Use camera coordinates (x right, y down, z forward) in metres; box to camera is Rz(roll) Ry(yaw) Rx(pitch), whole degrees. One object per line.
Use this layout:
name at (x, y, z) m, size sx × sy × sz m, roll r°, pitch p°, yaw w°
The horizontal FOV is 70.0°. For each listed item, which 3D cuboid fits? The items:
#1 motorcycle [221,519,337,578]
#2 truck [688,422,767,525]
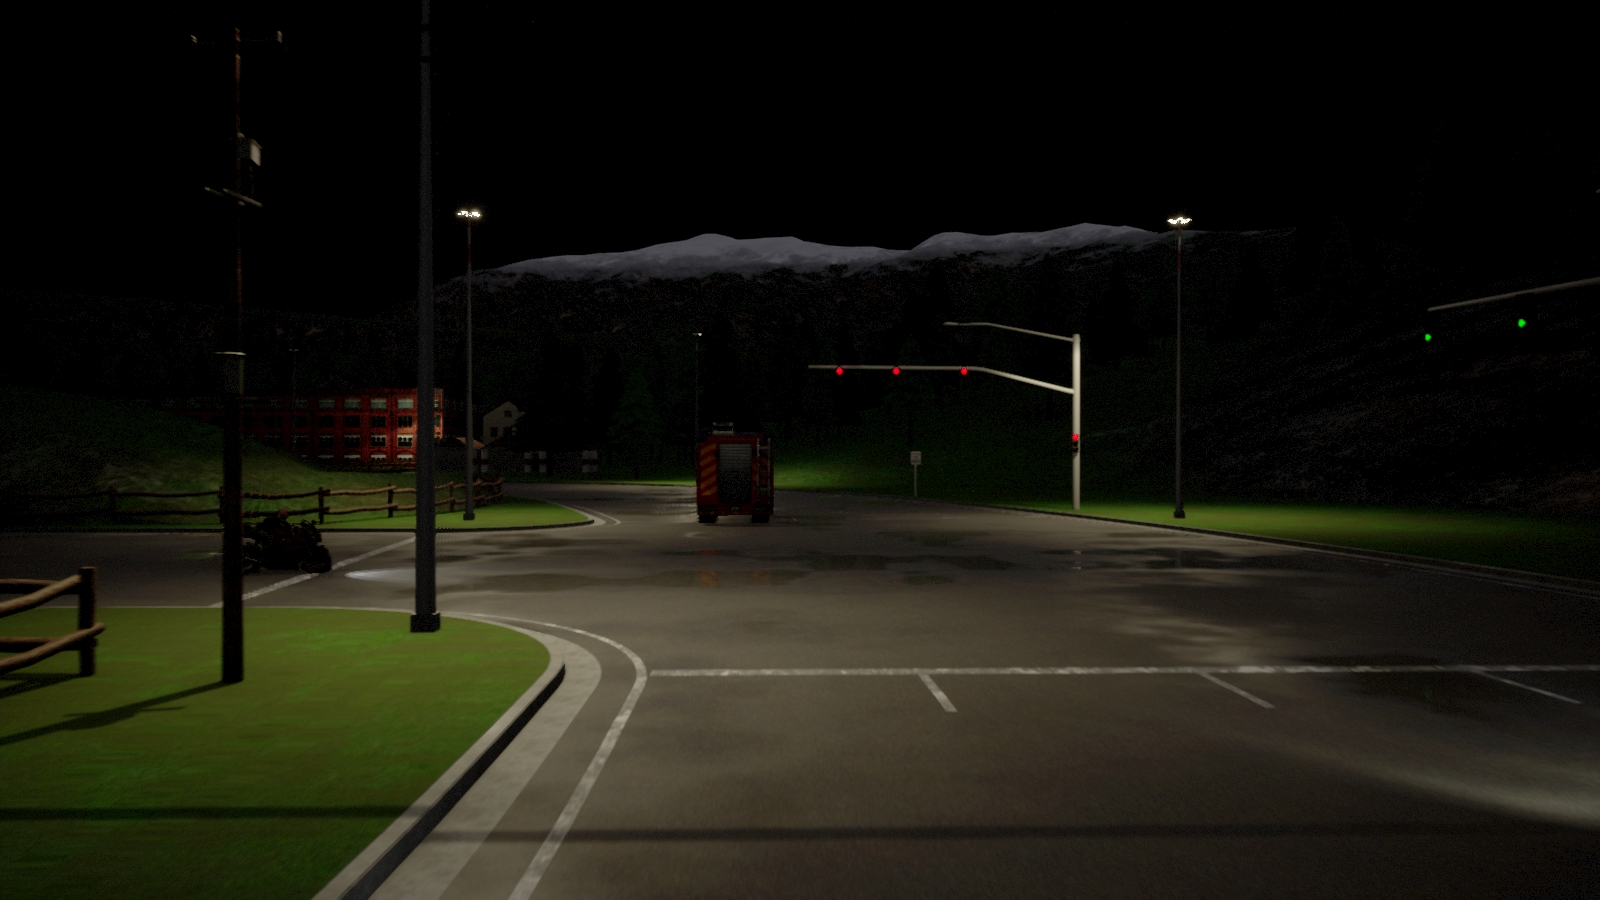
motorcycle at (-11.661, 2.199, 25.629) m, size 2.209 × 1.251 × 0.867 m, roll 0°, pitch -1°, yaw -3°
truck at (-3.017, 0.880, 46.652) m, size 2.891 × 3.827 × 8.468 m, roll 0°, pitch 0°, yaw -4°
